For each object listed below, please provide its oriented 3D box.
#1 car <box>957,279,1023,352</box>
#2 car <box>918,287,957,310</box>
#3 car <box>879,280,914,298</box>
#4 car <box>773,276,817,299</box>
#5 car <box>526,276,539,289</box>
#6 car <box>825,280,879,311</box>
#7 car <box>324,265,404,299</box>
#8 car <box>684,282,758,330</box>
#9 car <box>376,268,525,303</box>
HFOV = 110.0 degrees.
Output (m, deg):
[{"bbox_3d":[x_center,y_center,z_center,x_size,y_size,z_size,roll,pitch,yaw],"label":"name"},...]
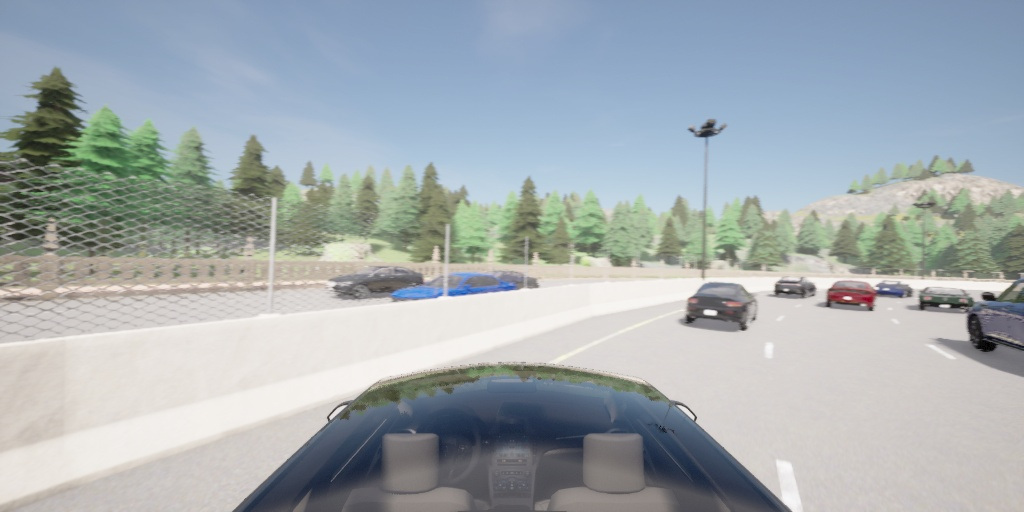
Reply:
[{"bbox_3d":[12.257,1.459,7.641,2.150,2.045,5.566,1,-1,38],"label":"car"},{"bbox_3d":[24.474,2.411,20.337,4.718,1.301,1.895,3,-1,-41],"label":"car"},{"bbox_3d":[32.387,2.768,30.534,4.181,1.385,1.994,2,-1,-34],"label":"car"},{"bbox_3d":[21.013,2.261,26.565,4.902,1.511,2.128,3,-1,-40],"label":"car"},{"bbox_3d":[-0.612,1.501,19.850,2.033,1.411,5.357,1,-1,39],"label":"car"},{"bbox_3d":[19.174,2.106,20.243,5.008,1.535,1.882,2,-1,-43],"label":"car"},{"bbox_3d":[-6.584,1.216,17.713,2.128,1.511,4.902,1,-1,36],"label":"car"},{"bbox_3d":[7.632,1.673,12.984,1.812,1.442,4.674,1,-1,39],"label":"car"},{"bbox_3d":[-1.808,1.298,12.380,1.882,1.535,5.008,1,-1,36],"label":"car"}]
